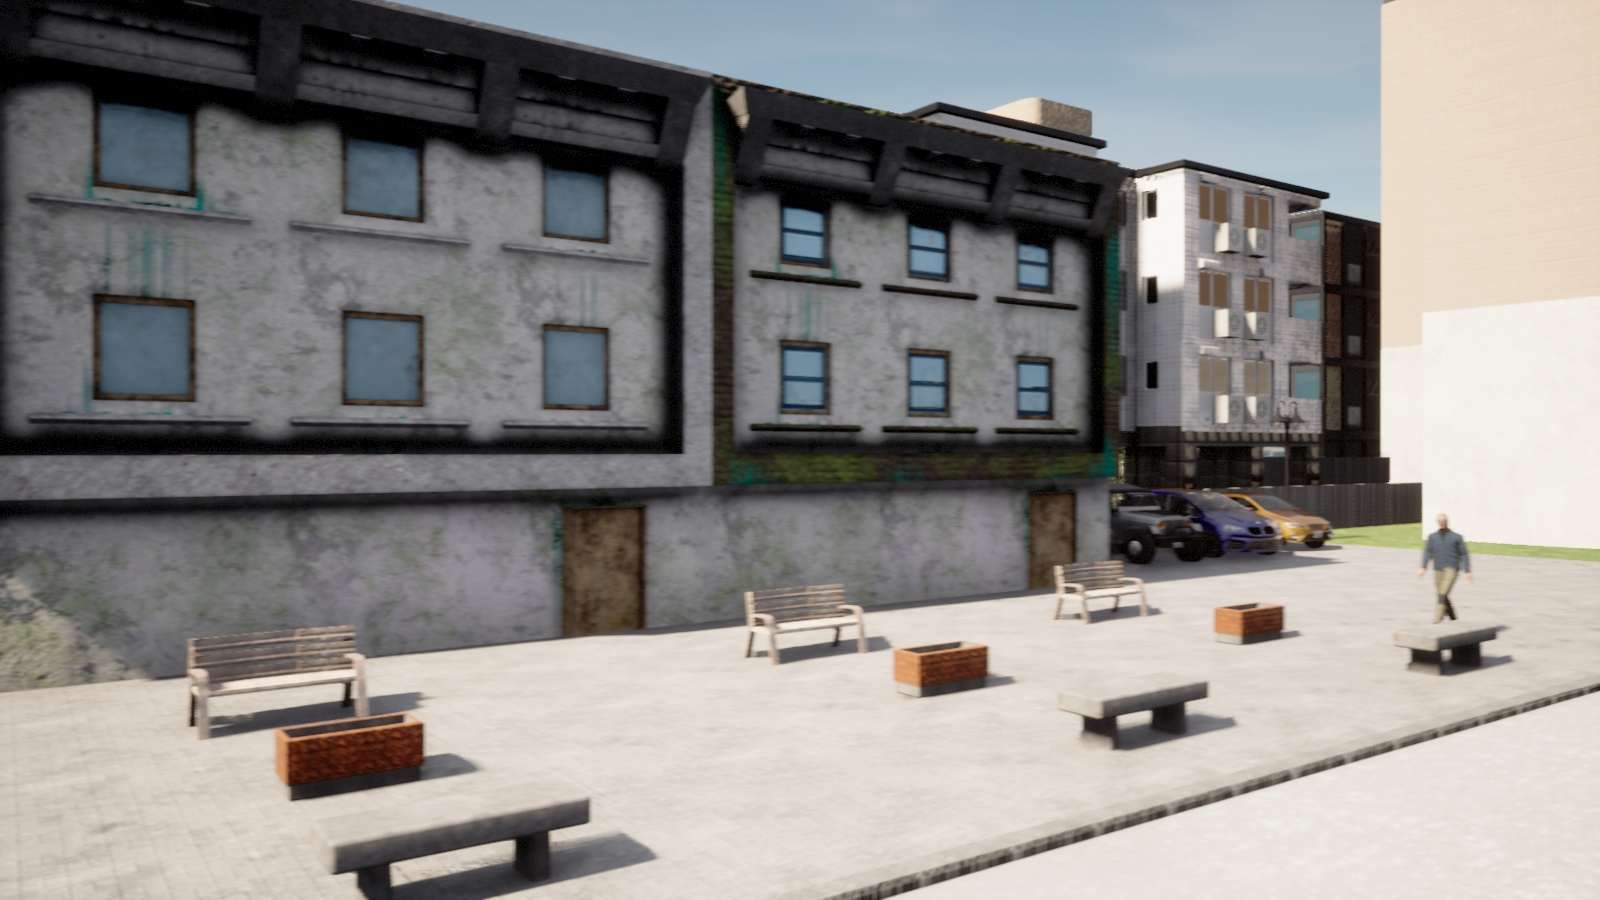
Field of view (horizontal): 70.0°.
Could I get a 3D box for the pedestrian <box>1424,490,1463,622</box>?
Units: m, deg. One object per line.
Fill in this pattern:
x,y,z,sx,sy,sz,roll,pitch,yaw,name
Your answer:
9.347,1.525,16.596,0.375,1.860,0.375,0,0,-38,pedestrian
